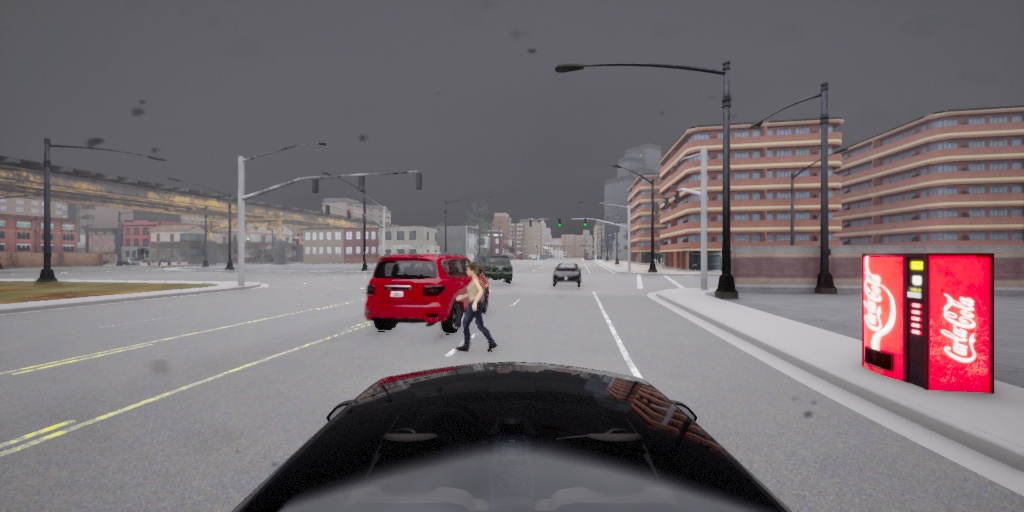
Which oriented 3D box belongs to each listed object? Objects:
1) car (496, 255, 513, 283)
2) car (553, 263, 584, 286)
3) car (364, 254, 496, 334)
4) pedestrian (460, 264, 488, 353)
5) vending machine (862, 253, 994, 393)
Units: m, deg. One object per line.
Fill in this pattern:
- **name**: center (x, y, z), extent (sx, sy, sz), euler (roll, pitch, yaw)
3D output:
- **car**: center (-1.676, 0.957, 27.101), extent (2.150, 2.045, 5.566), euler (1, 0, -19)
- **car**: center (3.986, 1.231, 25.293), extent (2.128, 1.511, 4.902), euler (0, 0, 12)
- **car**: center (-2.221, 0.973, 10.956), extent (2.150, 2.045, 5.566), euler (0, 0, 9)
- **pedestrian**: center (-0.772, 1.045, 7.380), extent (0.375, 1.860, 0.375), euler (0, 0, 10)
- **vending machine**: center (6.174, 0.946, 5.417), extent (1.100, 2.100, 0.880), euler (0, 0, 9)
